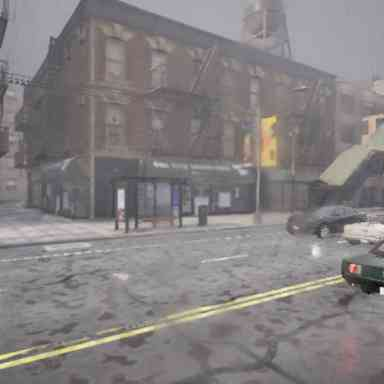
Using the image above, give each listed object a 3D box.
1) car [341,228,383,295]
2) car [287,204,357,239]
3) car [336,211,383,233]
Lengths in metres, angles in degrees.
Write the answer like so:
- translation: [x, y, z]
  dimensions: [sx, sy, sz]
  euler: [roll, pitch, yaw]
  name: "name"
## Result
- translation: [5.488, 1.585, 7.420]
  dimensions: [4.718, 1.301, 1.895]
  euler: [0, 0, -34]
  name: "car"
- translation: [7.005, 1.414, 17.132]
  dimensions: [5.008, 1.535, 1.882]
  euler: [0, 0, -34]
  name: "car"
- translation: [8.361, 1.564, 13.828]
  dimensions: [4.718, 1.301, 1.895]
  euler: [0, 0, -34]
  name: "car"
